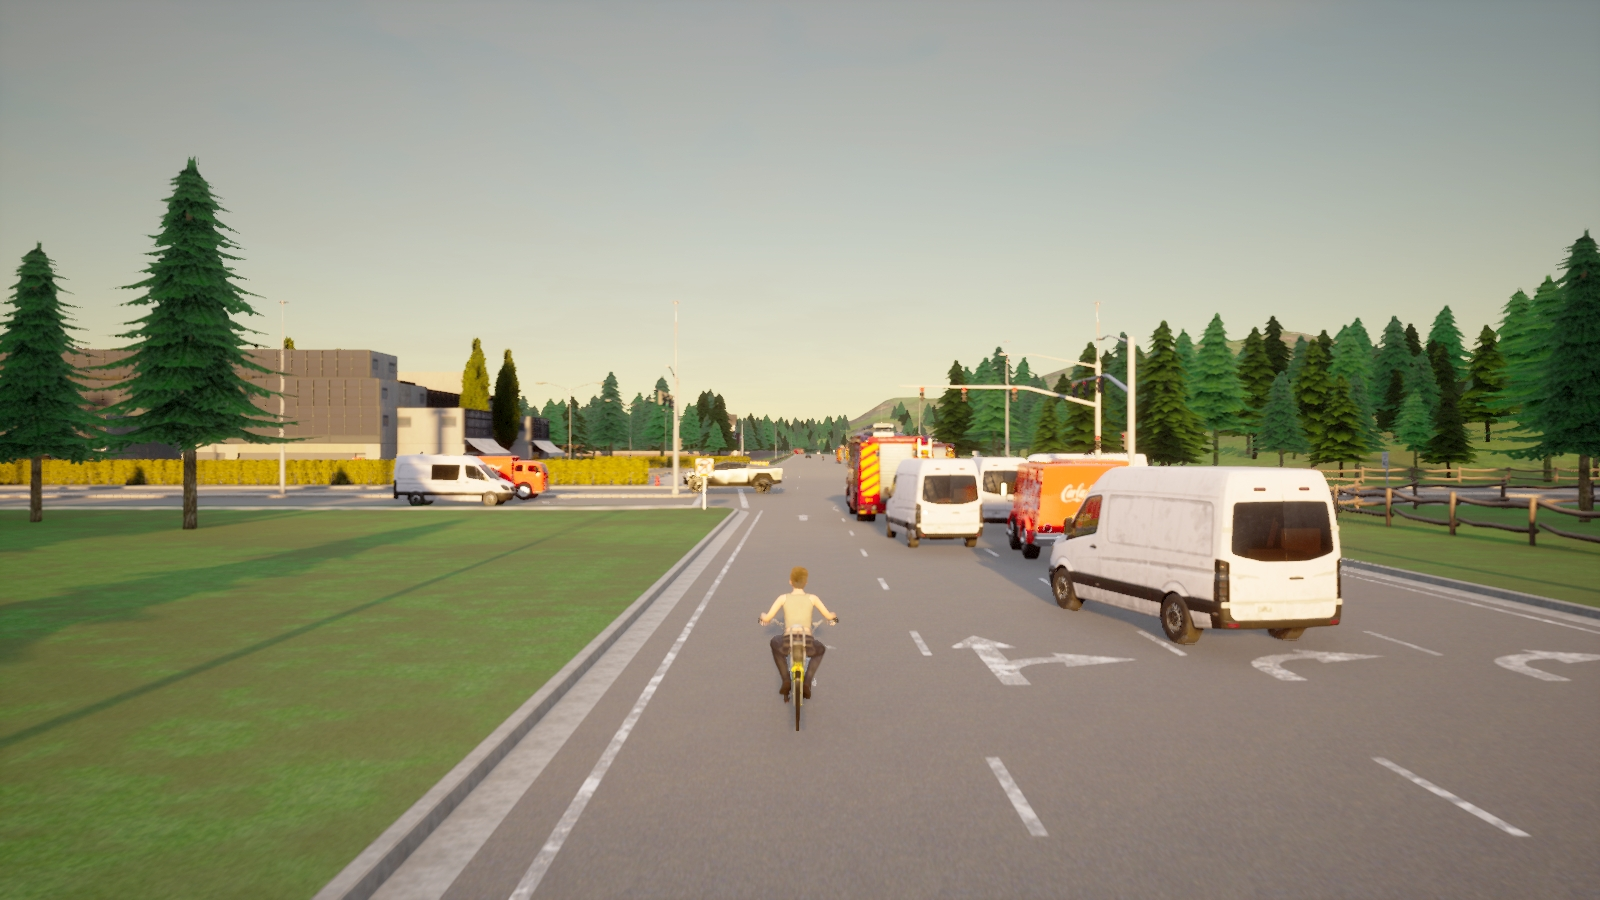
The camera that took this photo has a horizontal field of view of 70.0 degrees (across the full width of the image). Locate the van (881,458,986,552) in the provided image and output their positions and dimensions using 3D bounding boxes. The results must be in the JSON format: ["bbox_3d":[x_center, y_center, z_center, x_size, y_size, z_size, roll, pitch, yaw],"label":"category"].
[{"bbox_3d":[3.926,1.534,34.636,1.988,2.561,5.915,0,0,-5],"label":"van"}]

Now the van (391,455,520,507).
[{"bbox_3d":[-17.318,1.534,57.603,5.915,2.561,1.988,0,0,-1],"label":"van"}]

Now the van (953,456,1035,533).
[{"bbox_3d":[6.998,1.534,41.758,1.988,2.561,5.915,0,0,0],"label":"van"}]

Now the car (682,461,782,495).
[{"bbox_3d":[-4.256,1.753,72.778,6.274,2.098,2.390,0,0,-1],"label":"car"}]

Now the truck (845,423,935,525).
[{"bbox_3d":[3.552,0.891,47.113,2.891,3.827,8.468,0,0,-1],"label":"truck"}]

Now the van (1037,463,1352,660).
[{"bbox_3d":[5.997,1.535,18.442,1.988,2.561,5.915,0,0,-13],"label":"van"}]

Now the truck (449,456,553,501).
[{"bbox_3d":[-16.846,1.568,64.611,5.204,2.467,2.627,0,0,-1],"label":"truck"}]

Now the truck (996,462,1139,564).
[{"bbox_3d":[6.995,1.565,30.599,2.627,2.467,5.204,0,0,0],"label":"truck"}]

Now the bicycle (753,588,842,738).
[{"bbox_3d":[-0.018,2.158,11.838,0.859,1.276,1.487,0,0,0],"label":"bicycle"}]
